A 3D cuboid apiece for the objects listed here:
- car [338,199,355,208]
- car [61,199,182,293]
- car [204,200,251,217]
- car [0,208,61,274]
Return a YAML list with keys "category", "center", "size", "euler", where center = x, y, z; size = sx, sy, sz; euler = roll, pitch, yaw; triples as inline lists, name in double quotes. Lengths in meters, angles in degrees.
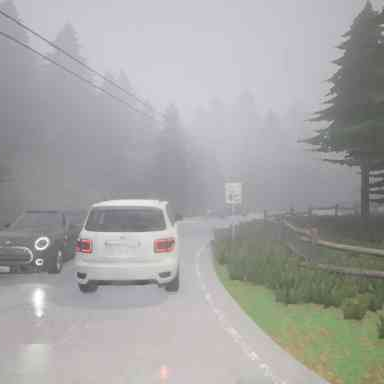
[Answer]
- category: "car"
  center: [17.895, 1.453, 35.982]
  size: [4.902, 1.511, 2.128]
  euler: [0, 0, -32]
- category: "car"
  center: [-1.435, 1.200, 9.002]
  size: [2.150, 2.045, 5.566]
  euler: [0, 0, -3]
- category: "car"
  center: [3.087, 1.433, 28.633]
  size: [4.902, 1.511, 2.128]
  euler: [0, 0, -44]
- category: "car"
  center: [-4.536, 1.320, 10.483]
  size: [2.097, 1.767, 4.553]
  euler: [0, 0, 4]
